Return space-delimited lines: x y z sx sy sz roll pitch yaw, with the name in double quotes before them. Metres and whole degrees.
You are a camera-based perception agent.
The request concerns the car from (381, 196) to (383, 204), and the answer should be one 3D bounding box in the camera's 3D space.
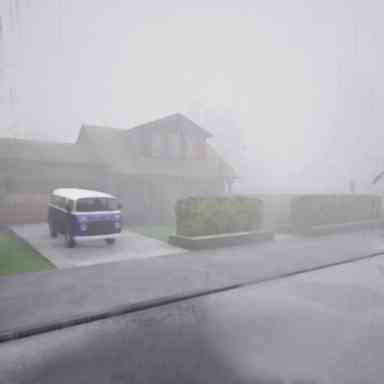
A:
"car" 24.971 0.870 41.678 3.866 1.878 1.905 0 0 -1
